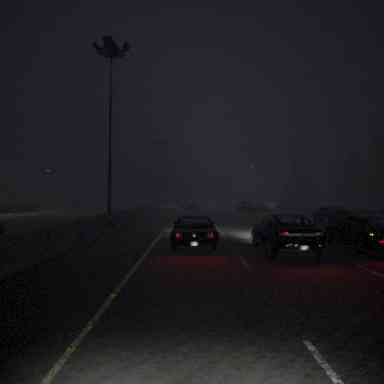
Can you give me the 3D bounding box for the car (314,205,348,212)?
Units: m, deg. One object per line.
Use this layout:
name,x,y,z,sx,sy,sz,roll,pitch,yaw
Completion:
car,10.590,1.776,25.332,1.837,1.490,4.892,0,-1,0

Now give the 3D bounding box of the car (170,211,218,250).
car,0.095,1.730,15.041,1.895,1.301,4.718,0,-1,0

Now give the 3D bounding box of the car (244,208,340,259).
car,3.596,1.601,13.083,2.128,1.511,4.902,0,-1,0

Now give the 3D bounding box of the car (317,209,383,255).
car,7.095,1.642,13.749,1.812,1.442,4.674,0,-1,0

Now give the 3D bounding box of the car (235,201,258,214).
car,7.080,1.989,45.192,2.097,1.767,4.553,0,-2,0

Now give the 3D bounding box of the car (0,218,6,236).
car,-10.593,1.659,15.511,1.812,1.442,4.674,0,-1,0

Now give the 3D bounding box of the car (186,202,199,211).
car,0.077,2.382,52.494,1.812,1.442,4.674,0,-1,0

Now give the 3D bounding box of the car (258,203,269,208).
car,10.576,2.416,52.075,1.895,1.301,4.718,0,-2,0
